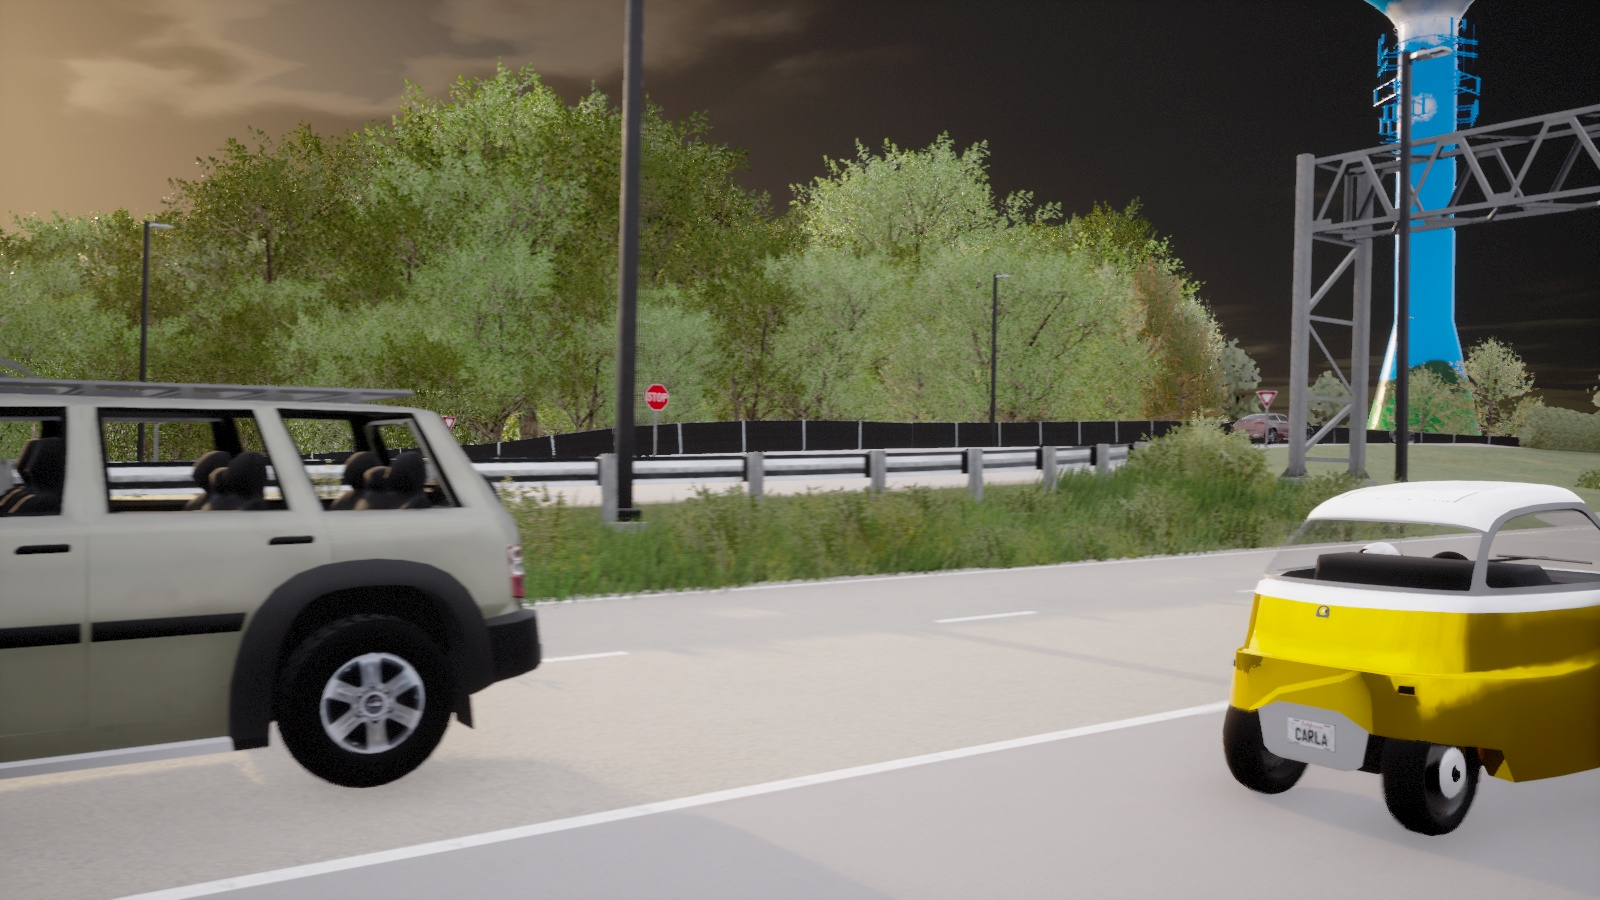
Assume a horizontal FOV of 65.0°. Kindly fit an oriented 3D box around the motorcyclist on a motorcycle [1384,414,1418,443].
[{"bbox_3d":[37.402,-1.319,78.091,2.350,1.649,0.766,2,-2,-33],"label":"motorcyclist on a motorcycle"}]

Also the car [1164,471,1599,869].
[{"bbox_3d":[2.989,0.808,5.738,2.207,1.376,1.481,0,0,-35],"label":"car"}]

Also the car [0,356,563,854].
[{"bbox_3d":[-3.568,0.579,5.440,4.605,1.855,1.932,0,0,-35],"label":"car"}]

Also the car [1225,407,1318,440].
[{"bbox_3d":[24.595,-1.350,65.392,5.027,1.651,2.152,0,0,-37],"label":"car"}]
